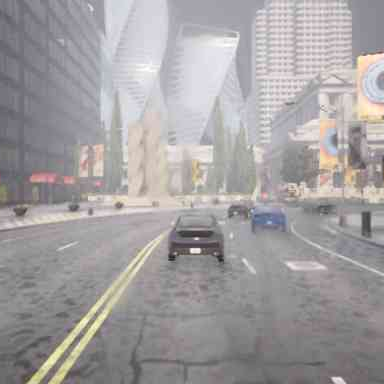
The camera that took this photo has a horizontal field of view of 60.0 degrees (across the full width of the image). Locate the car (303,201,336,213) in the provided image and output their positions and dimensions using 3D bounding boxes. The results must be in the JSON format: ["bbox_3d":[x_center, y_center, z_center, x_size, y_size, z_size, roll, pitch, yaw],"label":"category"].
[{"bbox_3d":[14.495,1.677,37.578,4.718,1.301,1.895,0,0,-44],"label":"car"}]

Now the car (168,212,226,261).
[{"bbox_3d":[0.212,1.530,12.469,1.837,1.490,4.892,0,0,3],"label":"car"}]

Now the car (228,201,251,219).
[{"bbox_3d":[4.815,1.567,30.538,1.837,1.490,4.892,-1,0,27],"label":"car"}]

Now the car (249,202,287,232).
[{"bbox_3d":[4.660,1.519,20.371,1.882,1.535,5.008,0,0,11],"label":"car"}]
